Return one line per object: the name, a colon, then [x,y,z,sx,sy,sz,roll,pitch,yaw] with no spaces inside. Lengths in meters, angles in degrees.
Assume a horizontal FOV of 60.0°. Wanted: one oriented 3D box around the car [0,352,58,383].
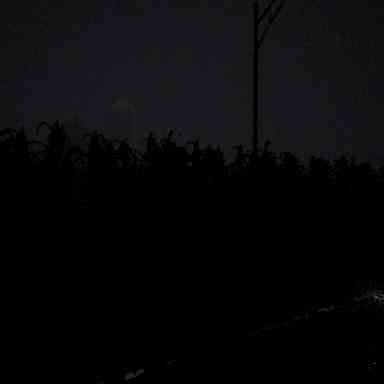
car: [-2.567,1.548,1.202,4.181,1.385,1.994,1,0,-34]
